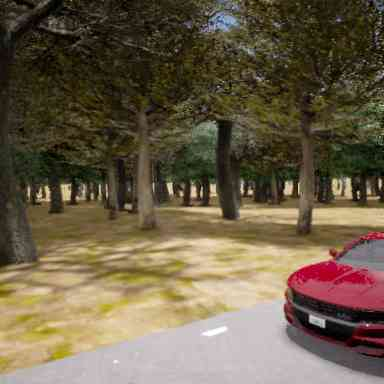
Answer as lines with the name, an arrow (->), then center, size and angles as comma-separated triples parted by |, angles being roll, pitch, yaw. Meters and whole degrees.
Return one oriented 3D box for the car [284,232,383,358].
car -> 3.767, 1.483, 5.919 | 5.008, 1.535, 1.882 | 0, 0, -34
